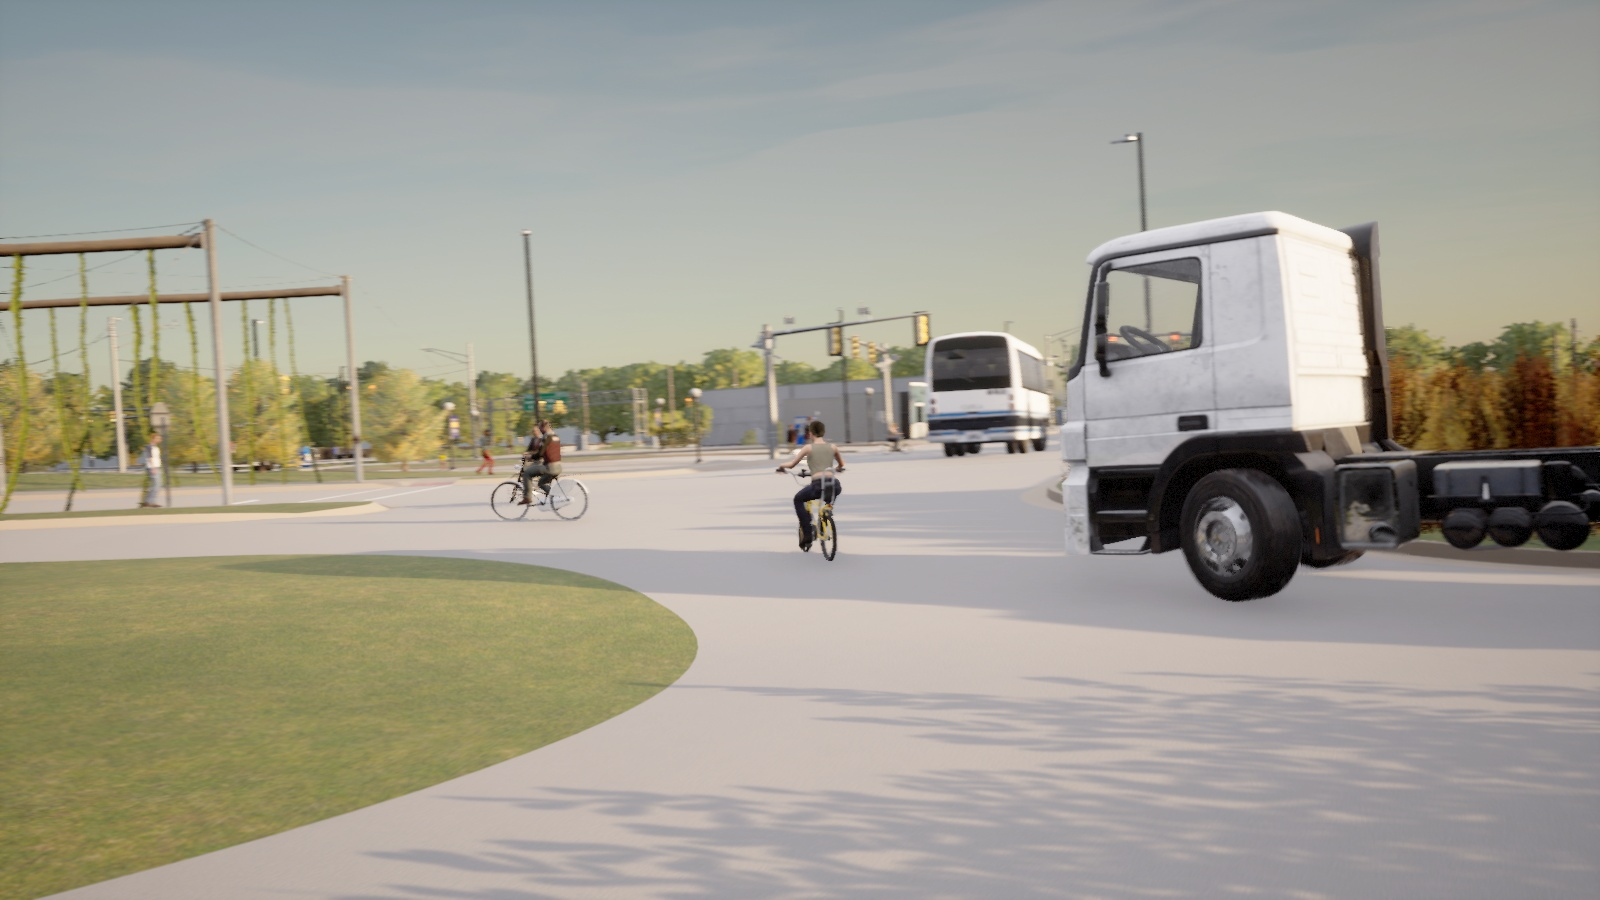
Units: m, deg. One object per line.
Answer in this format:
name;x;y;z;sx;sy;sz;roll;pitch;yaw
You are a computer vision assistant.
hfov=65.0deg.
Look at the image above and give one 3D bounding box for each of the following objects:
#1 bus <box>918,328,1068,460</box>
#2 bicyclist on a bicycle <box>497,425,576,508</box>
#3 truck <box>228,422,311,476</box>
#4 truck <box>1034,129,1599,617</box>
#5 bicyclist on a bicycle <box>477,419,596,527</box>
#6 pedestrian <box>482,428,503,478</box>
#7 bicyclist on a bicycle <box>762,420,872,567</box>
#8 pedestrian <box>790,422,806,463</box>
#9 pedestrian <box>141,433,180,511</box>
bus;7.571;-1.968;47.530;3.944;4.253;10.273;-3;0;17
bicyclist on a bicycle;-5.946;0.360;28.483;0.659;1.776;1.843;-3;1;26
truck;-37.343;-0.096;88.724;2.891;3.462;7.936;-3;1;-4
truck;6.257;-0.575;10.344;7.936;3.462;2.891;-3;0;40
bicyclist on a bicycle;-4.556;0.397;21.713;1.843;1.776;0.659;-2;2;16
pedestrian;-11.705;0.112;47.836;0.614;1.847;0.353;-4;2;-5
bicyclist on a bicycle;0.175;0.463;14.784;0.866;1.612;1.509;-2;2;-15
pedestrian;-0.101;-0.355;58.945;0.431;1.840;0.703;-3;2;20
pedestrian;-15.611;0.535;30.678;0.706;1.836;0.354;-4;2;-24
